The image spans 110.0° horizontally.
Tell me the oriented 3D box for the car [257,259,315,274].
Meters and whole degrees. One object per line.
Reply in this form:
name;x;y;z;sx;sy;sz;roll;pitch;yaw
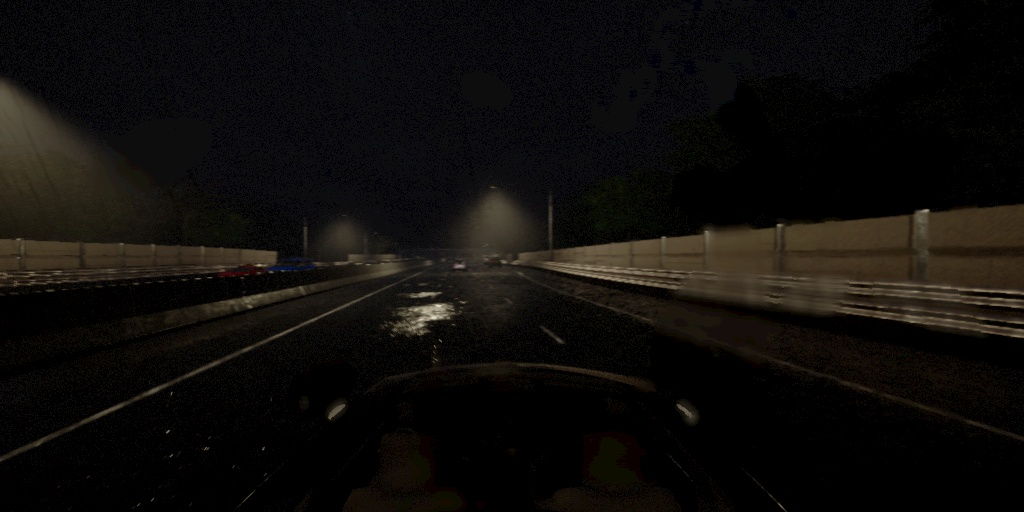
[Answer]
car;-18.325;1.244;29.844;2.150;2.045;5.566;-1;0;-9

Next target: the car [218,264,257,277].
car;-21.795;1.531;29.425;1.882;1.535;5.008;-1;0;-9

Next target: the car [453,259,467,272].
car;-7.744;1.567;53.415;2.033;1.649;4.856;0;-2;-9
